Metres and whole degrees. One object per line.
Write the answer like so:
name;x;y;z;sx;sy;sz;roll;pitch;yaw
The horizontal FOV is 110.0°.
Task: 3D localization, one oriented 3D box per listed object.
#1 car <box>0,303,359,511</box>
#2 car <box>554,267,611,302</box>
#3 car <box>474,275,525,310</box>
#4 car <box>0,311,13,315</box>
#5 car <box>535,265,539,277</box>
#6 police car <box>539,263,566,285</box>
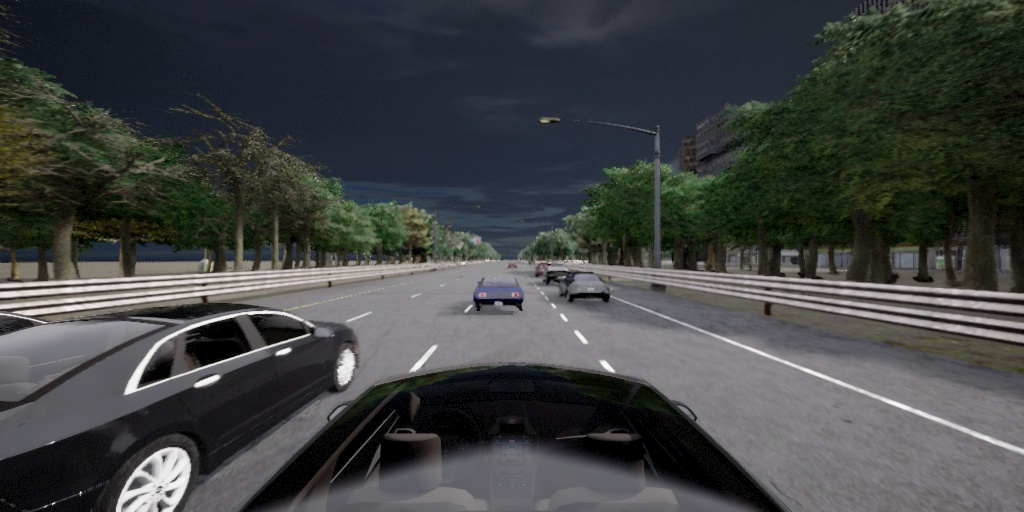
car;-3.401;1.275;3.917;1.837;1.490;4.892;0;0;0
car;3.515;1.455;17.995;1.994;1.385;4.181;0;0;0
car;-0.503;1.468;15.299;1.895;1.301;4.718;0;0;-1
car;-6.901;1.275;3.957;1.837;1.490;4.892;0;0;0
car;3.547;1.606;39.995;1.812;1.442;4.674;0;0;0
police car;3.531;1.412;29.106;1.930;1.638;5.238;0;0;0
